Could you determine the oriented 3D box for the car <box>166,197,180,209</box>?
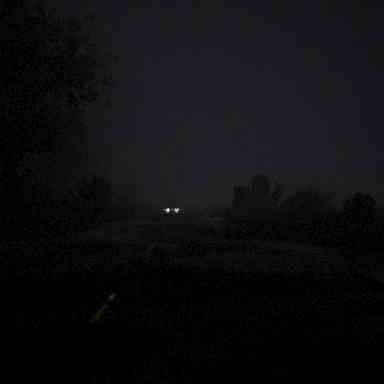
[{"bbox_3d":[-3.517,2.006,62.186,2.150,2.045,5.566,0,-1,0],"label":"car"}]
